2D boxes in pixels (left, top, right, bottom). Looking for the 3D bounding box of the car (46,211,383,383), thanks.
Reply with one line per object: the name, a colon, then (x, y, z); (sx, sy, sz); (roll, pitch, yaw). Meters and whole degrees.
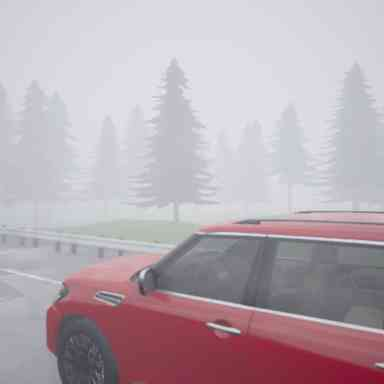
car: (0.916, 1.214, 3.255); (5.566, 2.045, 2.150); (0, 0, 35)
